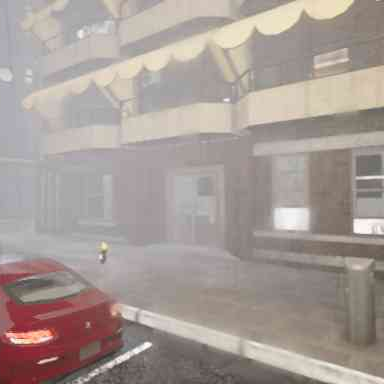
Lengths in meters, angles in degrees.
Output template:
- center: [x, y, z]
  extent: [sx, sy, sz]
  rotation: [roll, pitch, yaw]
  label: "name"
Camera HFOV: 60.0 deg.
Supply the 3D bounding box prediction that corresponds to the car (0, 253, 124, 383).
- center: [-2.798, 1.577, 4.849]
  extent: [4.206, 1.307, 1.802]
  rotation: [0, -1, 36]
  label: "car"
